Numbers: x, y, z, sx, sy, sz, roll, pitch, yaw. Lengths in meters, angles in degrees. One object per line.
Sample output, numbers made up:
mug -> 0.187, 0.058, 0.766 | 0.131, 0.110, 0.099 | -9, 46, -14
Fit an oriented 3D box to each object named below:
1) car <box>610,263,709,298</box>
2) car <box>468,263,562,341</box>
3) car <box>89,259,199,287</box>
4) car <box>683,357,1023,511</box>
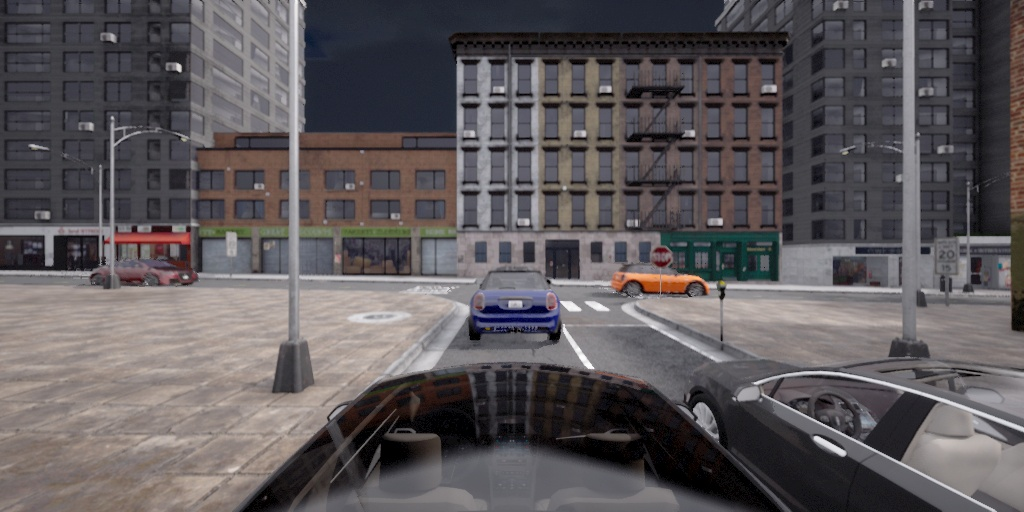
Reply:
car -> 7.444, 1.168, 18.222 | 4.553, 1.767, 2.097 | 1, 0, 0
car -> 0.044, 1.047, 9.859 | 2.097, 1.767, 4.553 | 0, 0, -1
car -> -18.642, 0.867, 18.293 | 4.181, 1.385, 1.994 | 1, 0, 0
car -> 2.638, 1.298, 2.074 | 2.007, 1.370, 4.403 | 0, 0, 0
